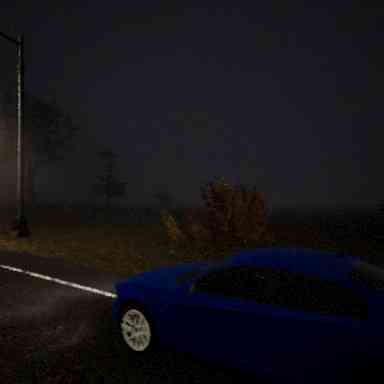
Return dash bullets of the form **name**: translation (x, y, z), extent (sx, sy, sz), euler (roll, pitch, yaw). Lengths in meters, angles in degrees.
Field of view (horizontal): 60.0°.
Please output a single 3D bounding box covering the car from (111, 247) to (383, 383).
- **car**: translation (1.061, 1.487, 4.399), extent (5.008, 1.535, 1.882), euler (0, 0, 36)
